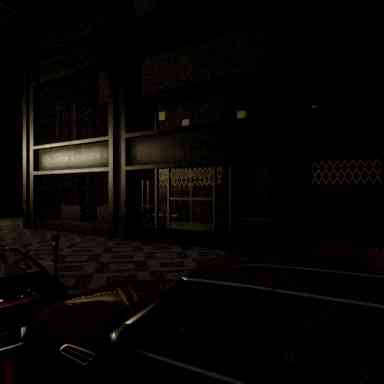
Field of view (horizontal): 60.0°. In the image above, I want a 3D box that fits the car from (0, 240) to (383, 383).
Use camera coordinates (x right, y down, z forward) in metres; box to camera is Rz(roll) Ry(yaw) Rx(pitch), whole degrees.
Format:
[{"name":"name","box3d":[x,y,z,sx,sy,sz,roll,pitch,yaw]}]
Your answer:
[{"name":"car","box3d":[0.759,1.315,2.415,5.009,1.841,2.192,0,0,34]}]
